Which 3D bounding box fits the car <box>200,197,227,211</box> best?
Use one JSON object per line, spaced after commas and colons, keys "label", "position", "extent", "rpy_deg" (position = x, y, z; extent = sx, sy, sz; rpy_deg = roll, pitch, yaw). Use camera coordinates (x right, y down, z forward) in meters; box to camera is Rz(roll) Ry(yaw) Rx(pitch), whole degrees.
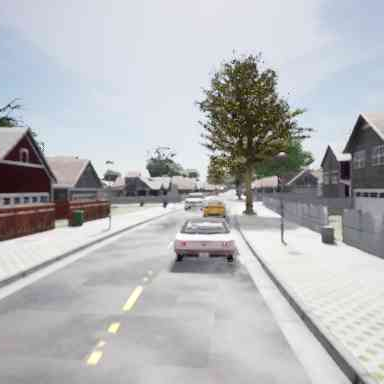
{"label": "car", "position": [2.072, 1.439, 29.531], "extent": [1.882, 1.535, 5.008], "rpy_deg": [0, 0, 7]}

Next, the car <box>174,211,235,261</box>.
{"label": "car", "position": [0.496, 1.591, 12.188], "extent": [1.895, 1.301, 4.718], "rpy_deg": [0, 0, 3]}

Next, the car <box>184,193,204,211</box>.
{"label": "car", "position": [0.444, 1.146, 40.123], "extent": [2.150, 2.045, 5.566], "rpy_deg": [0, 0, 8]}
